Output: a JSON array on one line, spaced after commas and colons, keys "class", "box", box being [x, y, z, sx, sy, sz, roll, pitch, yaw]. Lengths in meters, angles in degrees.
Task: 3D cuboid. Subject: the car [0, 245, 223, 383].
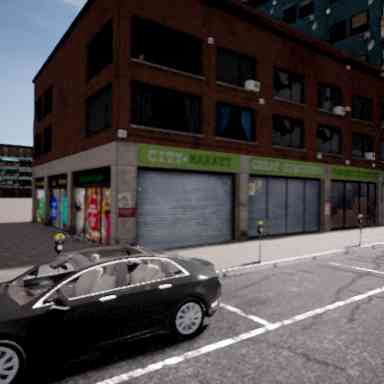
[{"class": "car", "box": [-1.521, 1.559, 5.023, 4.403, 1.369, 2.008, 0, 0, -35]}]
